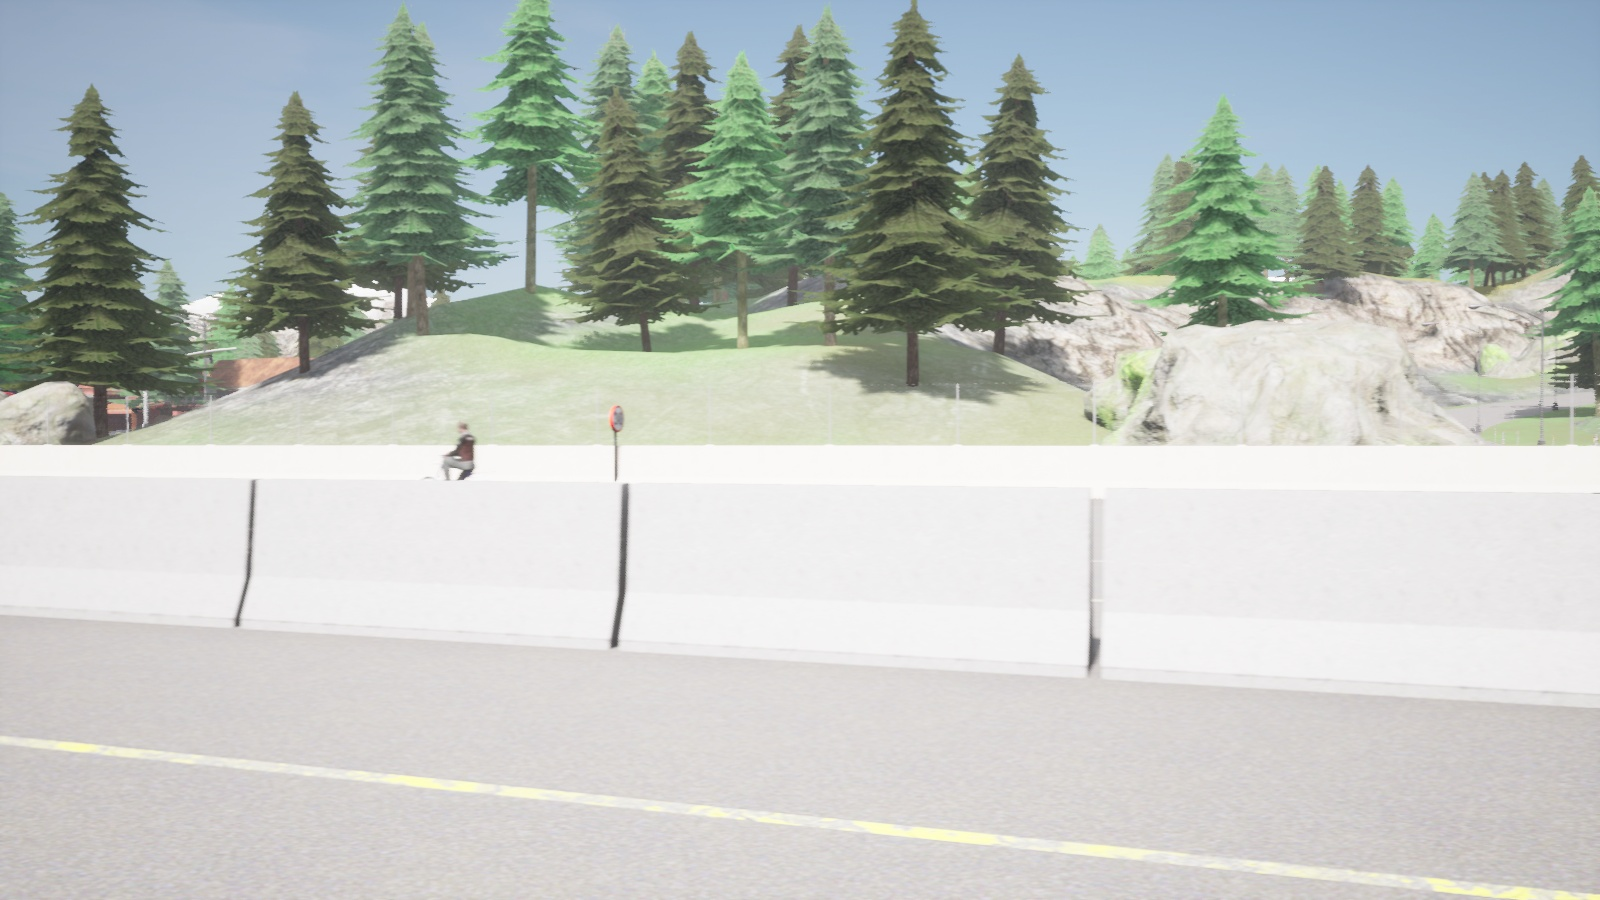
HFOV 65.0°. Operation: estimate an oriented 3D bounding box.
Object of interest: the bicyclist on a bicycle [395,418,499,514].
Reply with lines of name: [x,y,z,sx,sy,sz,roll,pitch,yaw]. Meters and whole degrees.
bicyclist on a bicycle: [-6.728,0.289,23.917,1.843,1.776,0.659,1,1,19]
